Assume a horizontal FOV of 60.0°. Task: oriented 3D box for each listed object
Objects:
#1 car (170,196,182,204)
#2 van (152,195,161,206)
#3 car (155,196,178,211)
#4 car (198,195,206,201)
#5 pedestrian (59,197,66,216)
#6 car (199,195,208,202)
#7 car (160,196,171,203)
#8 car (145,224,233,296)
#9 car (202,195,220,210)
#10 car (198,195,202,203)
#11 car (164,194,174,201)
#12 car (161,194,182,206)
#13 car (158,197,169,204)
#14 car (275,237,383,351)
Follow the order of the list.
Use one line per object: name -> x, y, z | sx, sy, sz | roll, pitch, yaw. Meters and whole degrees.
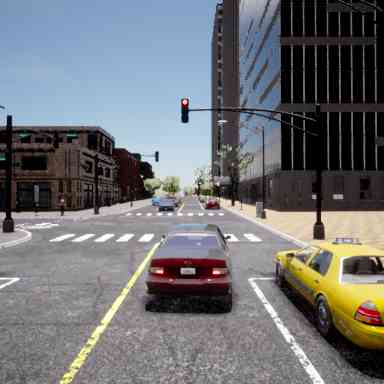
car -> -3.065, 1.514, 63.972 | 2.128, 1.511, 4.902 | 0, 0, 0
van -> -5.687, 1.362, 55.237 | 1.690, 1.788, 3.998 | 1, 0, 0
car -> -3.132, 1.562, 41.139 | 2.033, 1.411, 5.357 | 0, 0, -3
car -> 2.683, 1.580, 88.434 | 1.887, 1.381, 4.507 | 1, 0, 0
pedestrian -> -12.551, 1.369, 32.147 | 0.375, 1.860, 0.375 | 0, 0, 1
car -> 2.686, 1.556, 77.534 | 1.752, 1.417, 4.829 | 1, 0, 0
car -> -5.694, 1.594, 71.840 | 1.947, 1.339, 4.313 | 1, 0, 0
car -> 0.074, 1.550, 8.828 | 2.033, 1.411, 5.357 | 0, 0, 3
car -> 2.694, 1.456, 44.155 | 1.967, 1.590, 4.097 | 1, 0, 0
car -> 2.687, 1.553, 72.000 | 1.752, 1.417, 4.829 | 1, 0, 0
car -> -5.692, 1.348, 82.909 | 2.192, 1.841, 5.009 | 1, 0, 0
car -> -3.105, 1.371, 51.037 | 2.097, 1.767, 4.553 | 0, 0, 0
car -> -5.693, 1.607, 66.306 | 1.802, 1.307, 4.206 | 1, 0, 0
car -> 2.837, 1.527, 6.377 | 1.752, 1.417, 4.829 | 1, 0, 0
